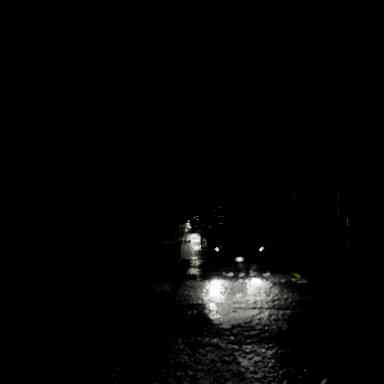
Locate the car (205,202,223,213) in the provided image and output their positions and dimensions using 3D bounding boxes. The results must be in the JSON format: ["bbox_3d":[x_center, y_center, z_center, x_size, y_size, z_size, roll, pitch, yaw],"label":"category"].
[{"bbox_3d":[2.989,2.151,46.445,2.033,1.411,5.357,0,-1,-2],"label":"car"}]

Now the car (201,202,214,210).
[{"bbox_3d":[2.605,2.352,56.784,1.895,1.301,4.718,0,-1,-3],"label":"car"}]

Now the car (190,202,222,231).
[{"bbox_3d":[0.966,1.628,22.499,2.097,1.767,4.553,0,-1,-2],"label":"car"}]

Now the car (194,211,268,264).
[{"bbox_3d":[1.349,1.686,12.704,2.033,1.411,5.357,0,-1,-2],"label":"car"}]

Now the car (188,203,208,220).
[{"bbox_3d":[0.523,1.940,34.152,1.837,1.490,4.892,0,0,-2],"label":"car"}]

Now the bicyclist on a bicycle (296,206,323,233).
[{"bbox_3d":[7.040,1.661,19.978,1.656,1.620,0.582,-1,-1,-2],"label":"bicyclist on a bicycle"}]
